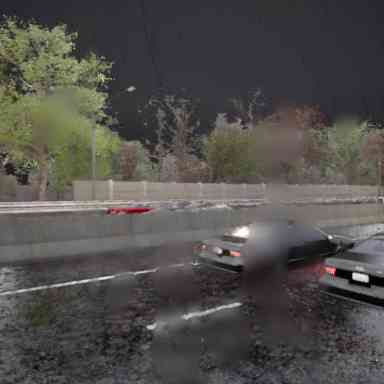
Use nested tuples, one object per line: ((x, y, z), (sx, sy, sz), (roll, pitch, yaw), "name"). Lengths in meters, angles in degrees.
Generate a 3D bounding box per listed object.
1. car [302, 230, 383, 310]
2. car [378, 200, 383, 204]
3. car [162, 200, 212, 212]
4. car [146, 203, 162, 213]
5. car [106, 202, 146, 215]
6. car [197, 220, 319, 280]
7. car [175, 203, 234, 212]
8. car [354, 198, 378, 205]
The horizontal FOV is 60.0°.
((5.010, 1.552, 7.318), (5.357, 1.411, 2.033), (0, 0, -35), "car")
((31.912, 1.596, 52.466), (4.674, 1.442, 1.812), (0, 0, -35), "car")
((0.471, 1.514, 25.821), (4.892, 1.490, 1.837), (0, 0, -35), "car")
((-1.168, 1.512, 28.951), (4.892, 1.490, 1.837), (-1, 0, -35), "car")
((-5.207, 1.609, 29.758), (4.718, 1.301, 1.895), (0, 0, -38), "car")
((2.713, 1.552, 9.979), (5.357, 1.411, 2.033), (0, 0, -35), "car")
((1.529, 1.609, 22.278), (4.718, 1.301, 1.895), (0, 0, -35), "car")
((28.706, 1.616, 54.467), (5.357, 1.411, 2.033), (0, 0, -35), "car")
